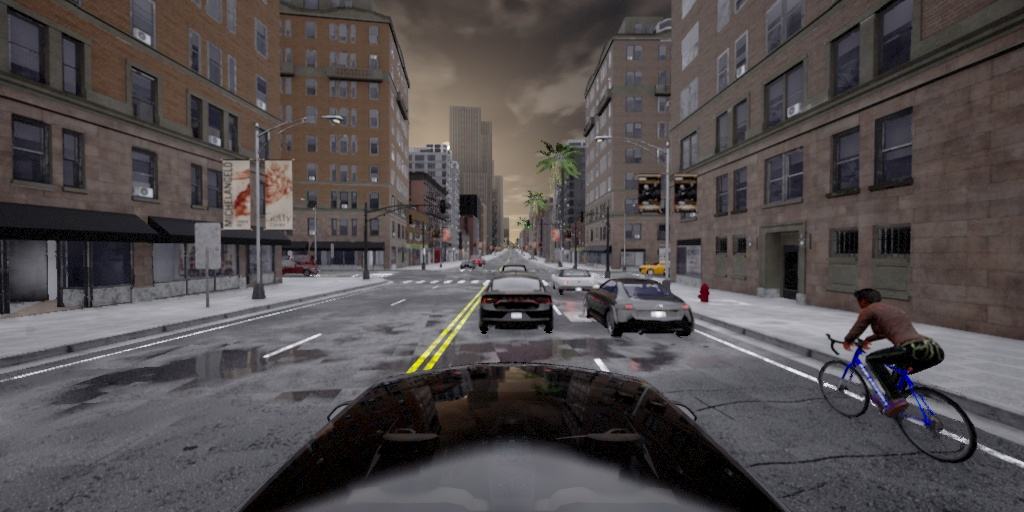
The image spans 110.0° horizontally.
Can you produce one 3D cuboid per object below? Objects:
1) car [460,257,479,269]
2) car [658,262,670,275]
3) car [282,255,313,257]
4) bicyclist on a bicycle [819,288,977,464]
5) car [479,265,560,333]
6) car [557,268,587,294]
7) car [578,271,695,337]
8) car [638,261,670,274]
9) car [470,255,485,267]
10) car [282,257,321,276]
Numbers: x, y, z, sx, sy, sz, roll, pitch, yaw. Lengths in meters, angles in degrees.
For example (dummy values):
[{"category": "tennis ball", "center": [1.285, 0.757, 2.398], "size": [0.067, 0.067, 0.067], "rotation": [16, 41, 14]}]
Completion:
[{"category": "car", "center": [-6.517, 1.250, 53.581], "size": [1.994, 1.385, 4.181], "rotation": [0, 0, 0]}, {"category": "car", "center": [16.255, 1.477, 33.140], "size": [4.313, 1.339, 1.948], "rotation": [0, 0, 0]}, {"category": "car", "center": [-23.839, 0.794, 38.694], "size": [5.009, 1.841, 2.192], "rotation": [0, 0, -8]}, {"category": "bicyclist on a bicycle", "center": [4.149, 1.200, 4.020], "size": [0.582, 1.620, 1.656], "rotation": [0, 0, 0]}, {"category": "car", "center": [0.113, 1.216, 10.766], "size": [1.882, 1.535, 5.008], "rotation": [0, 0, 0]}, {"category": "car", "center": [3.291, 1.328, 19.752], "size": [1.895, 1.301, 4.718], "rotation": [0, 0, 1]}, {"category": "car", "center": [3.352, 1.303, 10.216], "size": [1.994, 1.385, 4.181], "rotation": [0, 0, 0]}, {"category": "car", "center": [16.380, 1.298, 39.083], "size": [5.008, 1.535, 1.882], "rotation": [0, 1, 0]}, {"category": "car", "center": [-6.476, 0.894, 63.355], "size": [2.150, 2.045, 5.566], "rotation": [0, 0, 0]}, {"category": "car", "center": [-20.406, 1.113, 33.365], "size": [4.674, 1.442, 1.812], "rotation": [0, 1, -9]}]
